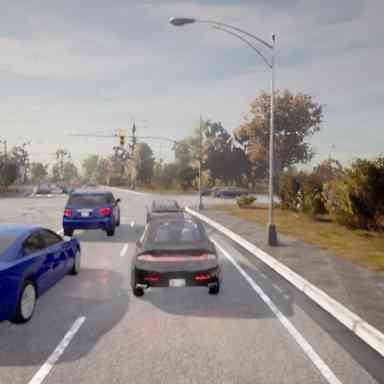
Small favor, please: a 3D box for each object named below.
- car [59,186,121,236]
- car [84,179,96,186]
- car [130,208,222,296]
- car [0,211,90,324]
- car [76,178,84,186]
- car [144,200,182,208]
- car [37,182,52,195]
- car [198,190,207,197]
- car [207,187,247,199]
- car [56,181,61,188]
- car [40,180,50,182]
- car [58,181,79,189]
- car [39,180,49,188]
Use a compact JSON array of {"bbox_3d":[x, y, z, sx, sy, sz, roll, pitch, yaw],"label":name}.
[{"bbox_3d":[-4.846,0.935,16.591,2.150,2.045,5.566,0,2,-8],"label":"car"},{"bbox_3d":[-25.242,-1.859,82.651,1.895,1.301,4.718,-1,3,-24],"label":"car"},{"bbox_3d":[-0.441,1.406,8.494,2.128,1.511,4.902,0,1,-4],"label":"car"},{"bbox_3d":[-3.811,1.423,7.033,1.882,1.535,5.008,0,1,-4],"label":"car"},{"bbox_3d":[-28.402,-2.026,81.137,2.097,1.767,4.553,-1,3,-24],"label":"car"},{"bbox_3d":[-1.512,1.156,17.809,2.128,1.511,4.902,0,2,-8],"label":"car"},{"bbox_3d":[-22.397,-0.382,50.391,1.812,1.442,4.674,-1,3,-23],"label":"car"},{"bbox_3d":[3.223,0.004,46.914,4.718,1.301,1.895,0,3,-21],"label":"car"},{"bbox_3d":[4.918,0.071,43.807,4.892,1.490,1.837,0,3,-21],"label":"car"},{"bbox_3d":[-25.193,-1.157,65.639,1.837,1.490,4.892,-1,3,-24],"label":"car"},{"bbox_3d":[-28.429,-1.366,64.289,2.150,2.045,5.566,-1,3,-24],"label":"car"},{"bbox_3d":[-19.495,-0.525,52.537,2.128,1.511,4.902,-1,3,-23],"label":"car"},{"bbox_3d":[-34.881,-1.903,78.477,2.097,1.767,4.553,-1,3,-24],"label":"car"}]
